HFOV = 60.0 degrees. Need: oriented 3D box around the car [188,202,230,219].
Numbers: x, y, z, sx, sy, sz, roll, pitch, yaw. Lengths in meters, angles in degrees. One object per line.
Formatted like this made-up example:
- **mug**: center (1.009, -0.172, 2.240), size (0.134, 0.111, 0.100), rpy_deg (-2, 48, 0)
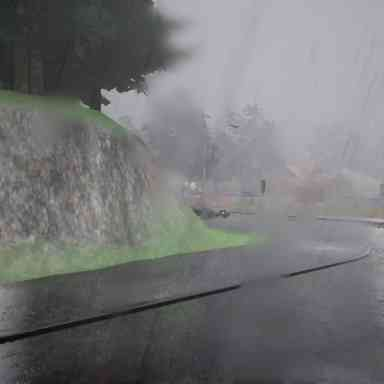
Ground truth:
- **car**: center (1.422, 1.564, 29.400), size (1.994, 1.385, 4.181), rpy_deg (0, 0, -35)
